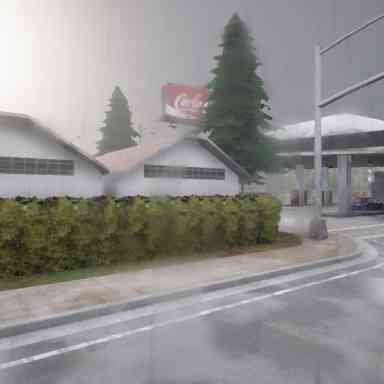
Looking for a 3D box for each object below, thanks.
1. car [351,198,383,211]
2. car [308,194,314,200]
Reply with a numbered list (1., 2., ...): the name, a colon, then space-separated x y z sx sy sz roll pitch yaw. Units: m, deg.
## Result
1. car: 20.761 1.480 39.315 4.611 1.667 2.242 0 0 -36
2. car: 31.778 1.330 88.820 2.152 1.636 5.027 0 0 -36
